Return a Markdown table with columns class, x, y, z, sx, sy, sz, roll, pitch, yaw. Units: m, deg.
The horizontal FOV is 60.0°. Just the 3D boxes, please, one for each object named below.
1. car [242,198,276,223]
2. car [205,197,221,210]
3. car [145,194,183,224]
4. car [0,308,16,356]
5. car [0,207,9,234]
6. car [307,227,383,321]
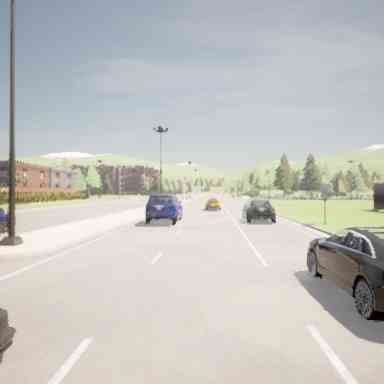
| class | x | y | z | sx | sy | sz | roll | pitch | yaw |
| --- | --- | --- | --- | --- | --- | --- | --- | --- | --- |
| car | 5.139 | 1.340 | 25.972 | 2.097 | 1.767 | 4.553 | 0 | 0 | 4 |
| car | 2.693 | 1.434 | 42.383 | 1.882 | 1.535 | 5.008 | 0 | 0 | 4 |
| car | -1.981 | 1.181 | 24.400 | 2.150 | 2.045 | 5.566 | 0 | 0 | 4 |
| car | -3.241 | 1.531 | 1.806 | 2.033 | 1.411 | 5.357 | 0 | 0 | 2 |
| car | -10.748 | 1.458 | 15.987 | 1.812 | 1.442 | 4.674 | 0 | 0 | 4 |
| car | 3.997 | 1.499 | 7.222 | 2.128 | 1.511 | 4.902 | 0 | 0 | 3 |
